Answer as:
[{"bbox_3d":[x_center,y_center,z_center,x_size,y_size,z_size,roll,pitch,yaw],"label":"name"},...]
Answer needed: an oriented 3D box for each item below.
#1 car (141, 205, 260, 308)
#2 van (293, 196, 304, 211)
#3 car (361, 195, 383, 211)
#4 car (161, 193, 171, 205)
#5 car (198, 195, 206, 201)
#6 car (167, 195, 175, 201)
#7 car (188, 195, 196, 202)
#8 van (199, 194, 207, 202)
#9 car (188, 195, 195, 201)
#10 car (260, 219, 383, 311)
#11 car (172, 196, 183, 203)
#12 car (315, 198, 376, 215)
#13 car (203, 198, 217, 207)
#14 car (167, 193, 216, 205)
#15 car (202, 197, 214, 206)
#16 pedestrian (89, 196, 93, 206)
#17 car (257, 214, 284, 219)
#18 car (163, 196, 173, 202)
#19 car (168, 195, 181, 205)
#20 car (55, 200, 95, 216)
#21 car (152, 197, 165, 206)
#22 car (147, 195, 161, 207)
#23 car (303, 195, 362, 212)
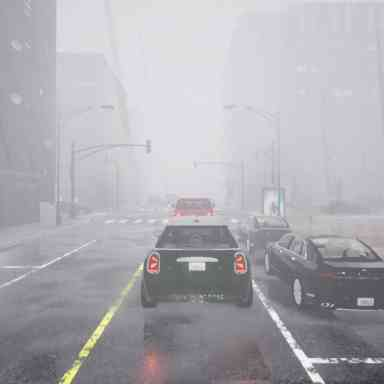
[{"bbox_3d":[0.097,1.354,8.087,2.097,1.767,4.553,0,0,0],"label":"car"},{"bbox_3d":[13.748,1.296,38.178,3.998,1.788,1.690,0,0,0],"label":"van"},{"bbox_3d":[19.275,1.228,38.141,5.009,1.841,2.192,0,0,0],"label":"car"},{"bbox_3d":[-3.142,1.240,51.043,2.150,2.045,5.566,0,0,0],"label":"car"},{"bbox_3d":[2.664,1.582,90.351,1.887,1.381,4.507,1,0,0],"label":"car"},{"bbox_3d":[-5.717,1.603,90.387,1.947,1.339,4.313,1,0,0],"label":"car"},{"bbox_3d":[-0.034,1.557,80.947,1.812,1.442,4.674,0,0,0],"label":"car"},{"bbox_3d":[2.671,1.373,79.210,1.690,1.788,3.998,1,0,0],"label":"van"},{"bbox_3d":[-0.038,1.537,90.833,1.837,1.490,4.892,0,0,0],"label":"car"},{"bbox_3d":[2.828,1.553,7.591,2.008,1.369,4.403,1,0,0],"label":"car"},{"bbox_3d":[-3.029,1.553,70.682,2.128,1.511,4.902,0,0,0],"label":"car"},{"bbox_3d":[13.691,1.413,29.797,4.206,1.307,1.802,0,0,0],"label":"car"},{"bbox_3d":[2.680,1.585,51.354,1.947,1.339,4.313,1,0,0],"label":"car"},{"bbox_3d":[0.080,1.228,17.558,2.150,2.045,5.566,0,0,0],"label":"car"},{"bbox_3d":[2.677,1.603,56.925,1.802,1.307,4.206,1,0,0],"label":"car"},{"bbox_3d":[-12.546,1.347,41.312,0.375,1.860,0.375,0,0,0],"label":"pedestrian"},{"bbox_3d":[2.825,1.555,13.161,2.008,1.369,4.403,1,0,0],"label":"car"},{"bbox_3d":[-5.712,1.597,79.245,1.947,1.339,4.313,1,0,0],"label":"car"},{"bbox_3d":[-3.093,1.375,60.612,2.097,1.767,4.553,0,0,0],"label":"car"},{"bbox_3d":[-12.129,1.581,32.854,4.892,1.490,1.837,0,-1,-3],"label":"car"},{"bbox_3d":[-5.702,1.566,56.961,1.887,1.381,4.507,1,0,0],"label":"car"},{"bbox_3d":[-5.696,1.334,51.390,2.192,1.841,5.009,1,0,0],"label":"car"},{"bbox_3d":[14.974,1.385,35.577,5.008,1.535,1.882,0,-1,2],"label":"car"}]
